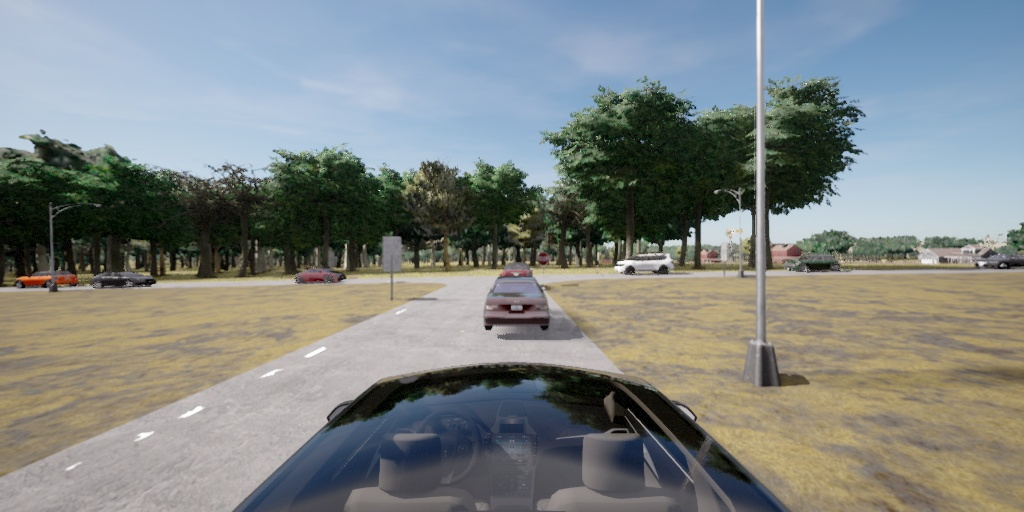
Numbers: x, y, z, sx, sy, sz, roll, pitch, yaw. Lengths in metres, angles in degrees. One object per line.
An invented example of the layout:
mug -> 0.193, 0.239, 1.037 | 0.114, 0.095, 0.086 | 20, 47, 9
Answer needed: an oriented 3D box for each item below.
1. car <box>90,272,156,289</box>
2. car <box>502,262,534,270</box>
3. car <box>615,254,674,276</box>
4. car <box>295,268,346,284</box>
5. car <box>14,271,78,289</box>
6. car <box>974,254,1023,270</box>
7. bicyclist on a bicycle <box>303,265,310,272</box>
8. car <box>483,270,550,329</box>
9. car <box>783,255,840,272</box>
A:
car -> -36.085, 2.203, 33.331 | 4.892, 1.490, 1.837 | -1, 0, 0
car -> 0.388, 1.210, 24.180 | 2.097, 1.767, 4.553 | 0, 0, 3
car -> 13.264, 0.847, 35.989 | 5.566, 2.045, 2.150 | -1, 0, 1
car -> -17.707, 1.825, 33.216 | 4.181, 1.385, 1.994 | -1, 0, 0
car -> -47.111, 2.302, 36.286 | 4.553, 1.767, 2.097 | -1, 0, 1
car -> 49.214, 0.572, 35.683 | 4.902, 1.511, 2.128 | -1, 0, 0
bicyclist on a bicycle -> -22.473, 1.798, 39.217 | 0.582, 1.620, 1.656 | -1, 0, 0
car -> 0.131, 1.335, 11.366 | 2.033, 1.411, 5.357 | 0, 0, 0
car -> 29.888, 0.691, 35.887 | 4.553, 1.767, 2.097 | -1, 0, 0
